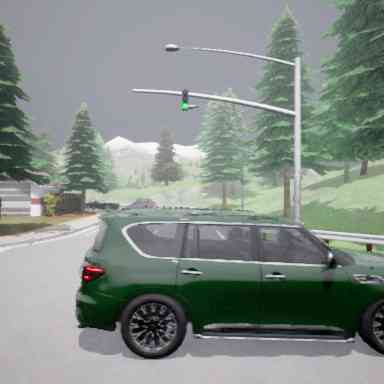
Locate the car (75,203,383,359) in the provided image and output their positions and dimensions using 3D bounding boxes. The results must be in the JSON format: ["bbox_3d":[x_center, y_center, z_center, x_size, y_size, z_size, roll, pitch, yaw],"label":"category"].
[{"bbox_3d":[0.996,1.342,5.521,5.566,2.045,2.150,1,0,-1],"label":"car"}]

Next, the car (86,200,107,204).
[{"bbox_3d":[-11.446,1.617,41.500,4.718,1.301,1.895,0,0,14],"label":"car"}]

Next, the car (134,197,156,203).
[{"bbox_3d":[-4.863,1.359,33.770,2.097,1.767,4.553,0,0,-19],"label":"car"}]

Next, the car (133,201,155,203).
[{"bbox_3d":[-4.018,1.569,23.980,1.994,1.385,4.181,0,0,-2],"label":"car"}]
